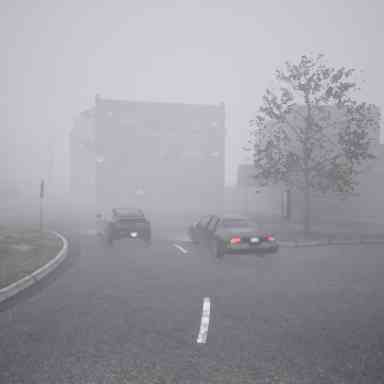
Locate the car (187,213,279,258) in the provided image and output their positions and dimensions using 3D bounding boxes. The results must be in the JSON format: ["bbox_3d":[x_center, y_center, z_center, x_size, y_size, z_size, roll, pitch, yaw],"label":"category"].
[{"bbox_3d":[1.295,1.528,12.729,2.033,1.411,5.357,0,0,-15],"label":"car"}]

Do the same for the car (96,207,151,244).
[{"bbox_3d":[-3.353,1.474,15.852,1.837,1.490,4.892,1,0,-23],"label":"car"}]

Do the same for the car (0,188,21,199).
[{"bbox_3d":[-27.238,0.172,49.801,2.033,1.411,5.357,0,5,-13],"label":"car"}]
